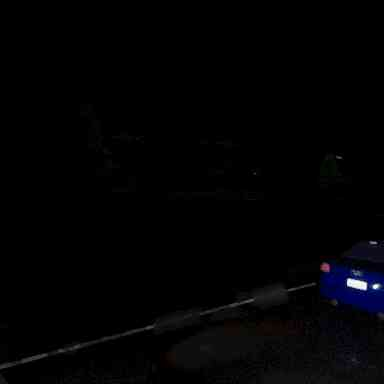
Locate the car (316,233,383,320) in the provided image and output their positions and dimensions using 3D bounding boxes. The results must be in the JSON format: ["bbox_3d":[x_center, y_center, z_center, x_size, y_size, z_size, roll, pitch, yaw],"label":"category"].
[{"bbox_3d":[4.487,1.567,6.943,4.181,1.385,1.994,0,0,-36],"label":"car"}]

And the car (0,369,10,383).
[{"bbox_3d":[-3.362,1.600,1.352,4.718,1.301,1.895,0,0,-35],"label":"car"}]
